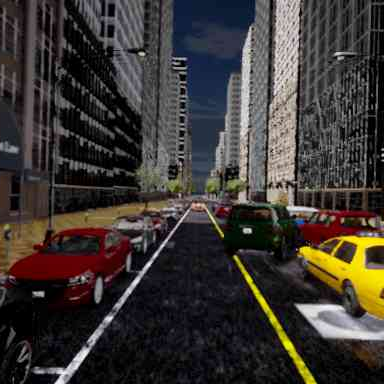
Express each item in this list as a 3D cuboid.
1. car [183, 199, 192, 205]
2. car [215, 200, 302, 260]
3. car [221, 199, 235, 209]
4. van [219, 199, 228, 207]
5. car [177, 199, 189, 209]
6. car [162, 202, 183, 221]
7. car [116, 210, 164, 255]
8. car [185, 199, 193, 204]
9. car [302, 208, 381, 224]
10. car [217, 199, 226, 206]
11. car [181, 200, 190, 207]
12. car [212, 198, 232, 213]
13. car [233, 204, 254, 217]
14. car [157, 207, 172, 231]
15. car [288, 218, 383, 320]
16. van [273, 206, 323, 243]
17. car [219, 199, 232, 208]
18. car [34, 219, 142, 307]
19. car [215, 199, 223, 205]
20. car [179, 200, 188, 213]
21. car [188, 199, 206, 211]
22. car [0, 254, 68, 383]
[{"bbox_3d":[-1.086,2.547,81.934,1.947,1.339,4.313,1,-1,1],"label":"car"},{"bbox_3d":[3.054,1.484,14.000,2.150,2.045,5.566,1,-1,25],"label":"car"},{"bbox_3d":[6.937,2.318,64.713,2.192,1.841,5.009,1,-1,1],"label":"car"},{"bbox_3d":[7.175,2.491,76.076,1.690,1.788,3.998,1,-1,1],"label":"van"},{"bbox_3d":[-1.560,2.129,59.208,1.967,1.590,4.097,1,-1,1],"label":"car"},{"bbox_3d":[-2.158,1.871,30.797,2.008,1.369,4.403,1,-1,1],"label":"car"},{"bbox_3d":[-2.516,1.650,13.751,2.008,1.369,4.403,1,-1,1],"label":"car"},{"bbox_3d":[-0.847,2.678,93.298,2.008,1.369,4.403,1,-1,1],"label":"car"},{"bbox_3d":[5.864,1.655,13.575,2.192,1.841,5.009,1,-1,1],"label":"car"},{"bbox_3d":[7.292,2.663,81.757,1.967,1.590,4.097,1,-1,1],"label":"car"},{"bbox_3d":[-1.327,2.358,70.401,1.752,1.417,4.829,1,-1,1],"label":"car"},{"bbox_3d":[3.734,1.931,37.863,2.097,1.767,4.553,2,-1,2],"label":"car"},{"bbox_3d":[6.456,2.260,41.982,2.008,1.369,4.403,1,-1,1],"label":"car"},{"bbox_3d":[-2.397,1.755,19.433,1.802,1.307,4.206,1,-1,1],"label":"car"},{"bbox_3d":[3.959,1.669,7.782,1.801,1.575,5.366,2,-1,1],"label":"car"},{"bbox_3d":[5.983,1.755,19.257,1.690,1.788,3.998,1,-1,1],"label":"van"},{"bbox_3d":[7.056,2.392,70.395,2.192,1.841,5.009,1,-1,1],"label":"car"},{"bbox_3d":[-2.634,1.570,8.069,1.887,1.381,4.507,1,-1,1],"label":"car"},{"bbox_3d":[7.530,2.808,93.121,1.967,1.590,4.097,1,-1,1],"label":"car"},{"bbox_3d":[-1.919,2.019,42.160,2.008,1.369,4.403,1,-1,1],"label":"car"},{"bbox_3d":[0.974,2.015,51.157,2.097,1.767,4.553,2,-1,1],"label":"car"},{"bbox_3d":[-2.754,1.517,2.387,1.947,1.339,4.313,1,-1,1],"label":"car"}]
